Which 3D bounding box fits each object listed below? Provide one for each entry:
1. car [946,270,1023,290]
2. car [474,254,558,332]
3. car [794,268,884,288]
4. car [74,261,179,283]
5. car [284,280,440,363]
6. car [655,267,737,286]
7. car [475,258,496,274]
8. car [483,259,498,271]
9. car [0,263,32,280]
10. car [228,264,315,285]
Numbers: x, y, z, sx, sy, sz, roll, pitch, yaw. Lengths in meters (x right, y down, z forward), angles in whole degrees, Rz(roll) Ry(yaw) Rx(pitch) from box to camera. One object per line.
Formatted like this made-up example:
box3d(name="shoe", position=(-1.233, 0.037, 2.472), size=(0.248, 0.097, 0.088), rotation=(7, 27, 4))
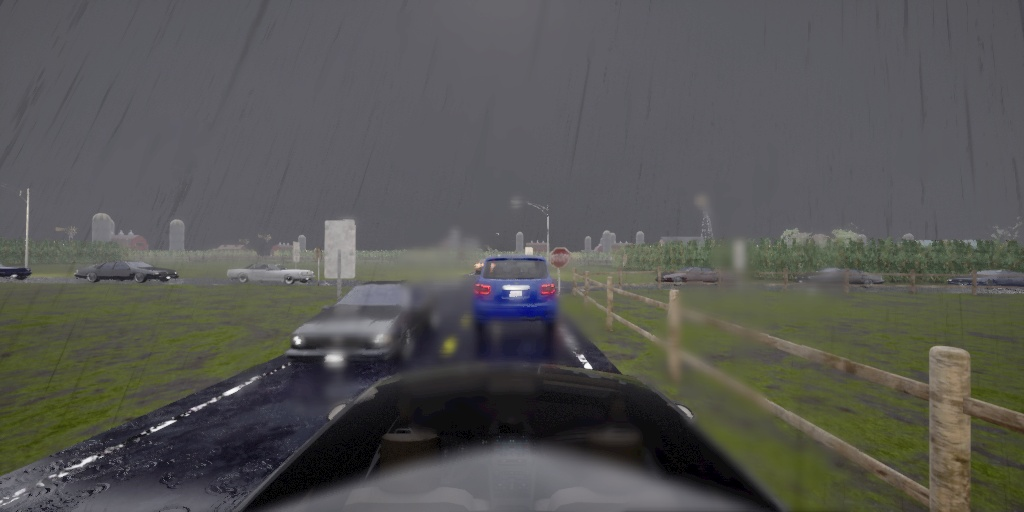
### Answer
box3d(name="car", position=(35.795, 1.755, 26.570), size=(5.357, 1.411, 2.033), rotation=(1, -1, -1))
box3d(name="car", position=(0.049, 0.974, 11.090), size=(2.150, 2.045, 5.566), rotation=(0, 0, -1))
box3d(name="car", position=(24.217, 1.614, 26.595), size=(5.357, 1.411, 2.033), rotation=(1, -1, 0))
box3d(name="car", position=(-25.385, 1.016, 23.701), size=(5.357, 1.411, 2.033), rotation=(1, -1, 0))
box3d(name="car", position=(-2.963, 1.299, 8.518), size=(2.033, 1.411, 5.357), rotation=(0, 0, -2))
box3d(name="car", position=(13.587, 1.489, 26.624), size=(5.357, 1.411, 2.033), rotation=(1, -1, 1))
box3d(name="car", position=(-2.934, 1.090, 40.619), size=(2.097, 1.767, 4.553), rotation=(0, 0, 0))
box3d(name="car", position=(-2.951, 1.207, 50.524), size=(1.882, 1.535, 5.008), rotation=(0, 0, 0))
box3d(name="car", position=(-35.127, 0.970, 23.723), size=(4.718, 1.301, 1.895), rotation=(1, -1, 0))
box3d(name="car", position=(-15.719, 1.171, 23.693), size=(4.718, 1.301, 1.895), rotation=(1, -1, 0))
